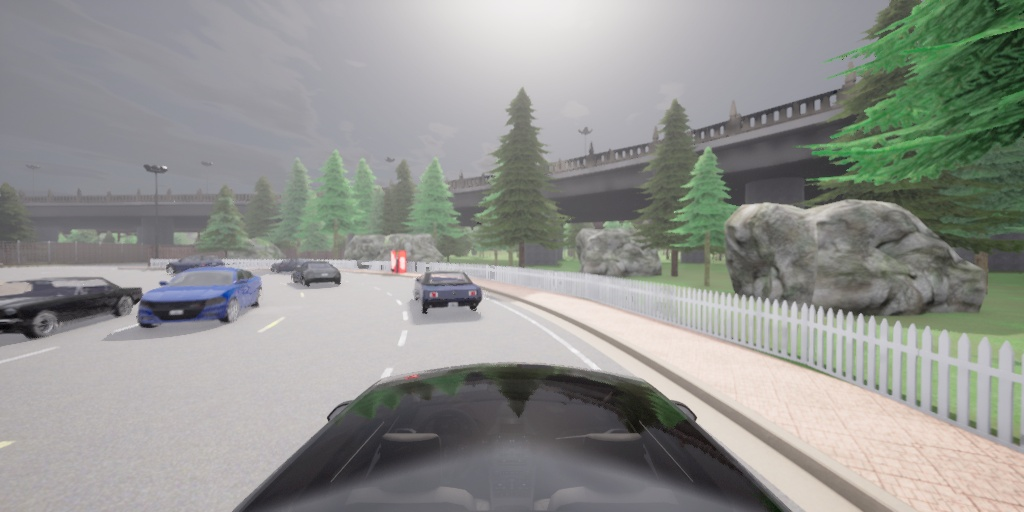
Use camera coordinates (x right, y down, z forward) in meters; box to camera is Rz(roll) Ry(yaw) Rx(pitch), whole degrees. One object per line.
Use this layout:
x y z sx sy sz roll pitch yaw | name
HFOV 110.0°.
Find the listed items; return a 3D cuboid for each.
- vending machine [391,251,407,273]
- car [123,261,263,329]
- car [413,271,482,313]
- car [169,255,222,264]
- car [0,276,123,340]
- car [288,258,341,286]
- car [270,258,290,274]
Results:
-9.539 0.533 30.274 0.880 2.100 1.100 0 0 41 | vending machine
-9.295 1.091 11.154 1.882 1.535 5.008 0 1 -24 | car
-2.548 1.185 13.202 1.895 1.301 4.718 0 1 -19 | car
-27.285 0.681 30.994 4.553 1.767 2.097 0 1 16 | car
-12.168 1.240 9.385 1.895 1.301 4.718 0 1 -22 | car
-12.041 1.021 22.002 1.994 1.385 4.181 -1 1 -41 | car
-18.999 0.864 31.732 5.357 1.411 2.033 0 1 27 | car
